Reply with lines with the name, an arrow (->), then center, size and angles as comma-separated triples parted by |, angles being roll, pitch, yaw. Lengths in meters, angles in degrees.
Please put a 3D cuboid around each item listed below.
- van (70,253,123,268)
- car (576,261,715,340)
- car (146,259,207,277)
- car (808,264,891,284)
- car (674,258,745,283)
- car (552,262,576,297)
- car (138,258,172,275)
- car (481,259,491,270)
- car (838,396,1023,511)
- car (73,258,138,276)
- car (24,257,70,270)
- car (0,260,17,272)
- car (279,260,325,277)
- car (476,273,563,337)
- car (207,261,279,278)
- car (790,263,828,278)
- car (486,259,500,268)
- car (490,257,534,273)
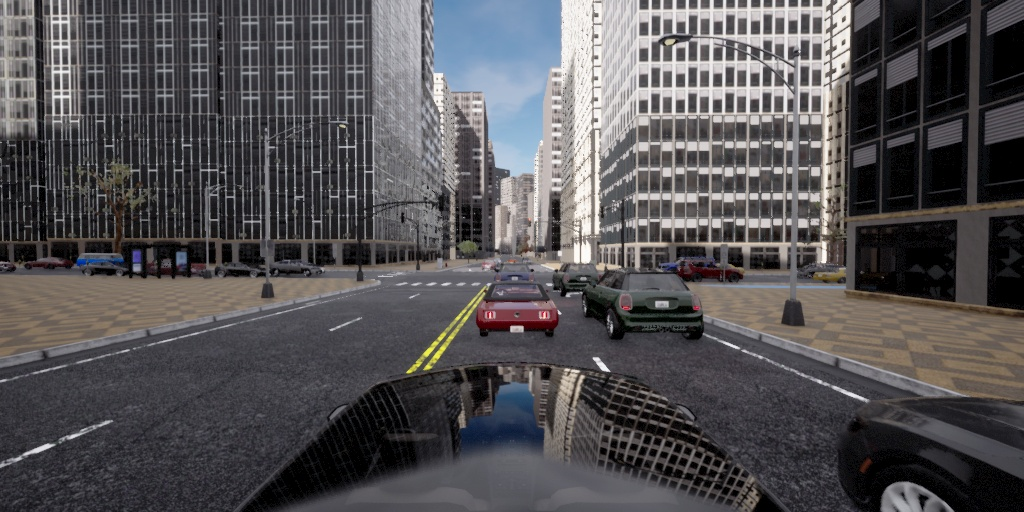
van -> -45.211, 0.604, 39.344 | 3.998, 1.789, 1.690 | 0, 0, 1
car -> 3.359, 1.097, 10.133 | 2.097, 1.767, 4.553 | 0, 0, 0
car -> -28.357, 1.137, 30.475 | 4.207, 1.307, 1.802 | 0, 0, 1
car -> 27.698, 1.577, 29.500 | 4.829, 1.417, 1.751 | 0, 0, 1
car -> 16.250, 1.268, 29.721 | 5.009, 1.841, 2.192 | 0, 0, 1
car -> 3.384, 1.092, 19.070 | 2.097, 1.767, 4.553 | 0, 0, 0
car -> -30.990, 0.965, 33.223 | 5.008, 1.535, 1.882 | 1, 1, 1
car -> -3.229, 1.238, 50.698 | 1.812, 1.442, 4.674 | 0, 0, 0
car -> 3.342, 1.256, 0.633 | 1.837, 1.490, 4.892 | 0, 0, 0
car -> -34.038, 1.069, 30.660 | 4.313, 1.339, 1.948 | 0, 0, 1
car -> -50.893, 0.793, 39.471 | 4.207, 1.307, 1.802 | 0, 0, 1
car -> -49.700, 0.841, 33.701 | 4.674, 1.442, 1.812 | 0, 1, 2
car -> -19.776, 1.081, 32.972 | 4.902, 1.511, 2.128 | 1, 1, 1
car -> 0.115, 1.346, 10.229 | 1.895, 1.301, 4.718 | 0, 0, 0
car -> -22.674, 1.173, 30.330 | 4.313, 1.339, 1.948 | 0, 0, 1
car -> 30.145, 1.472, 35.228 | 4.902, 1.511, 2.128 | 1, 1, 1
car -> -3.195, 1.247, 61.533 | 2.033, 1.411, 5.357 | 0, 0, 0
car -> 0.135, 1.092, 19.222 | 2.097, 1.767, 4.553 | 0, 0, 0
